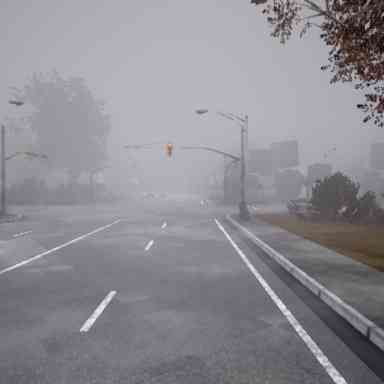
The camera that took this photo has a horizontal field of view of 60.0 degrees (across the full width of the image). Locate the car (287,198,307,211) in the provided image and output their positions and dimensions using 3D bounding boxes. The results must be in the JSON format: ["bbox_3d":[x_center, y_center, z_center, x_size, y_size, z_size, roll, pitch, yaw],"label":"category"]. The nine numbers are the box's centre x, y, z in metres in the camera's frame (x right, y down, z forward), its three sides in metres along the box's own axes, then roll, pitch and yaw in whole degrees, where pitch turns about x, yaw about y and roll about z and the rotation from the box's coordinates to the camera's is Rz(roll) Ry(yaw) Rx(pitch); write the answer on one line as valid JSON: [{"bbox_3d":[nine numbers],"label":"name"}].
[{"bbox_3d":[11.740,1.263,33.569,4.181,1.385,1.994,0,0,-3],"label":"car"}]

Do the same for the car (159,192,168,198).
[{"bbox_3d":[-7.548,0.678,88.047,1.837,1.490,4.892,0,1,-3],"label":"car"}]

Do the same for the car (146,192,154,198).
[{"bbox_3d":[-11.040,0.721,87.805,2.033,1.411,5.357,0,1,-3],"label":"car"}]
